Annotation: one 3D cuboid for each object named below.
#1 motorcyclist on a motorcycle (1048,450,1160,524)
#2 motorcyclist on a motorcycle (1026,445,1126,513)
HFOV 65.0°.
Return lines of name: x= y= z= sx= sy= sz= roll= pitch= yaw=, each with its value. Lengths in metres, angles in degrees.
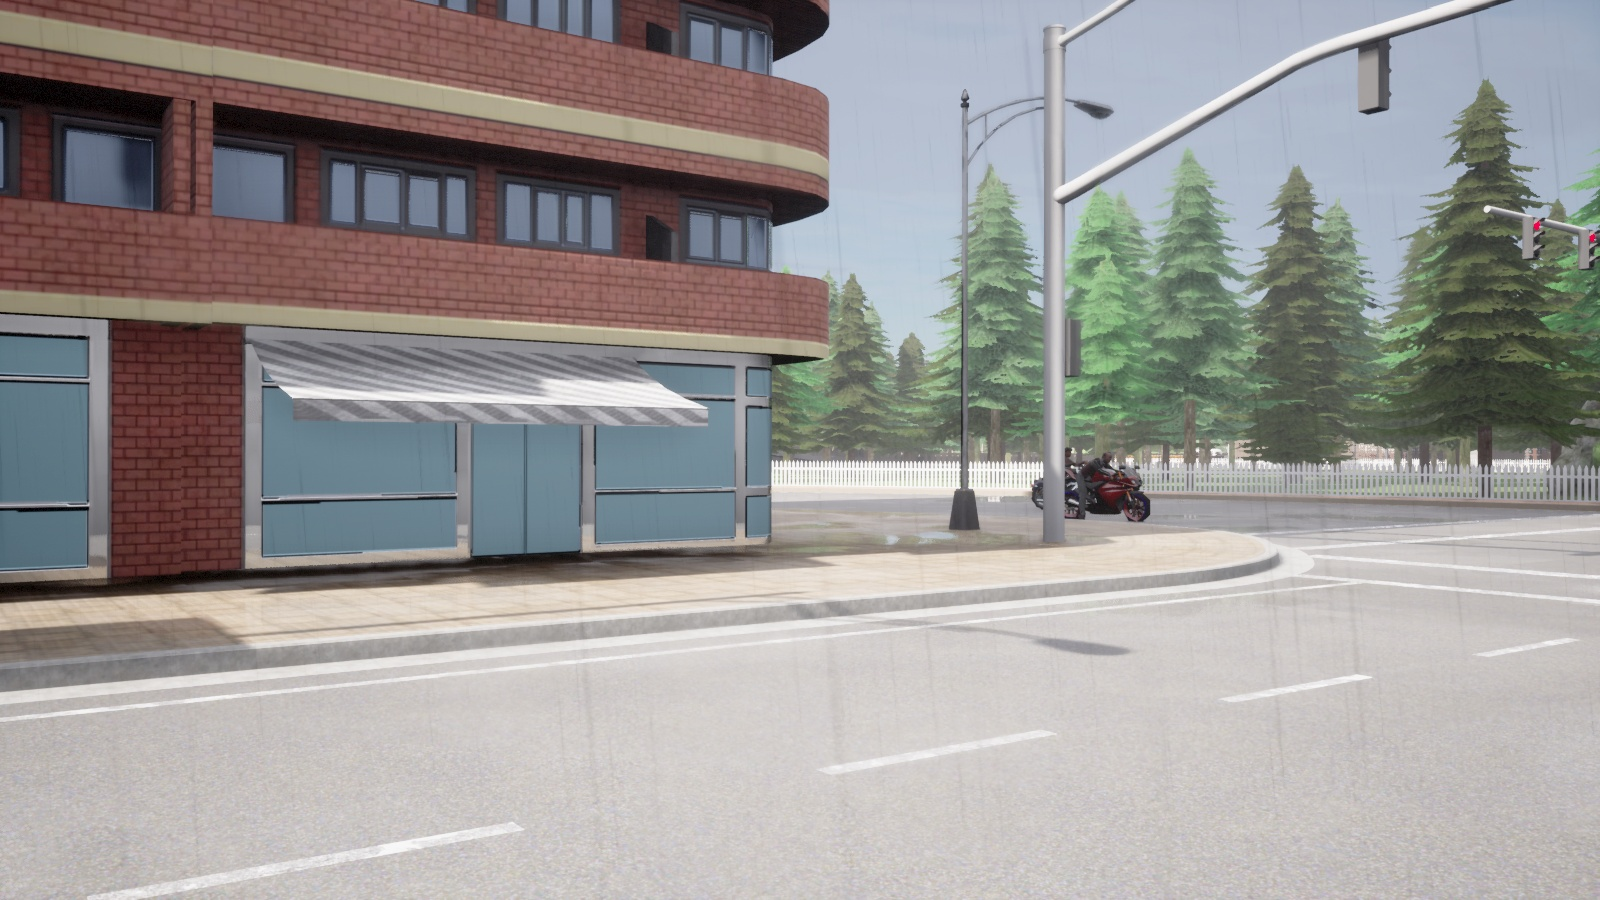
motorcyclist on a motorcycle: x=6.551 y=0.777 z=27.116 sx=2.191 sy=1.530 sz=0.866 roll=0 pitch=0 yaw=42
motorcyclist on a motorcycle: x=6.888 y=0.702 z=31.439 sx=2.350 sy=1.649 sz=0.766 roll=0 pitch=0 yaw=38
